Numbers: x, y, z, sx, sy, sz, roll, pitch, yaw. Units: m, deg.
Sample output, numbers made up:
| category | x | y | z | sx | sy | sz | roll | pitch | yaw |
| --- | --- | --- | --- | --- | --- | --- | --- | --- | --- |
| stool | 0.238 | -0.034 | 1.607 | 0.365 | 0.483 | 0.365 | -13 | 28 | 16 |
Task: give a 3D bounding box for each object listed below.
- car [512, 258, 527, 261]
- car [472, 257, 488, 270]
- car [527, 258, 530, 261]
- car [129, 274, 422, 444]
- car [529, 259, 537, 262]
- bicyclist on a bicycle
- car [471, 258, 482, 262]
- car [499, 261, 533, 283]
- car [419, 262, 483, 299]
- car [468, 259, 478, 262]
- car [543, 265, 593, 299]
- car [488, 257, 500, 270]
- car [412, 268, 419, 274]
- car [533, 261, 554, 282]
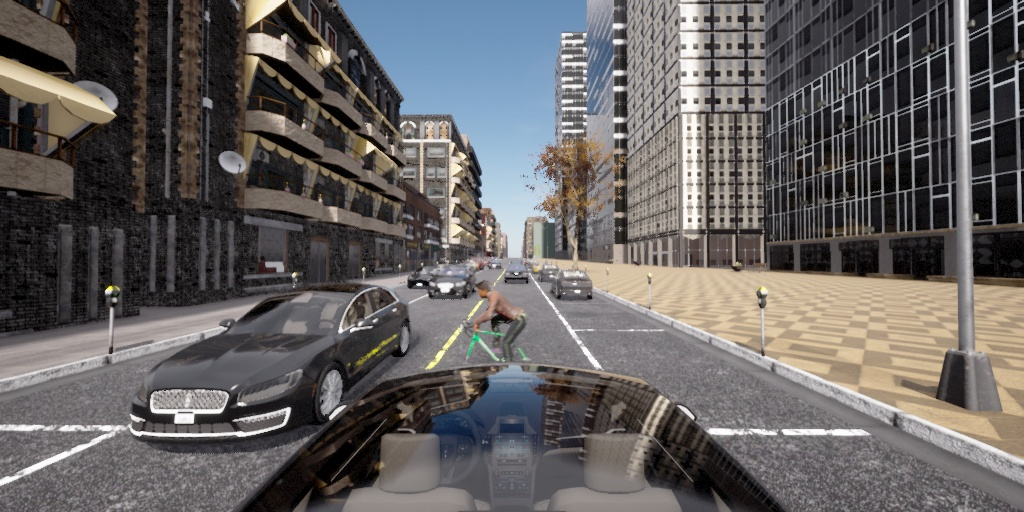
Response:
| category | x | y | z | sx | sy | sz | roll | pitch | yaw |
| --- | --- | --- | --- | --- | --- | --- | --- | --- | --- |
| car | 0.594 | 1.241 | 45.353 | 1.882 | 1.535 | 5.008 | 0 | 0 | 1 |
| car | -5.127 | 1.081 | 51.284 | 2.192 | 1.841 | 5.009 | 0 | 0 | 1 |
| car | 3.317 | 1.320 | 56.755 | 2.007 | 1.370 | 4.403 | 0 | 0 | 1 |
| car | -3.066 | 1.253 | 5.806 | 1.837 | 1.490 | 4.892 | 0 | 1 | 1 |
| car | 3.125 | 1.286 | 40.217 | 1.751 | 1.417 | 4.829 | 0 | 0 | 1 |
| bicyclist on a bicycle | -0.254 | 1.204 | 5.532 | 1.656 | 1.620 | 0.582 | -2 | 0 | 1 |
| car | -5.194 | 1.289 | 45.543 | 1.751 | 1.417 | 4.829 | 0 | 0 | 1 |
| car | 0.383 | 1.304 | 27.898 | 2.033 | 1.411 | 5.357 | 0 | 0 | 2 |
| car | -2.913 | 1.246 | 18.259 | 2.128 | 1.511 | 4.902 | 0 | 0 | 1 |
| car | -5.257 | 1.327 | 40.145 | 1.948 | 1.339 | 4.313 | 0 | 0 | 1 |
| car | 2.865 | 1.304 | 17.769 | 2.007 | 1.370 | 4.403 | 0 | 0 | 1 |
| car | -2.508 | 1.259 | 53.245 | 2.128 | 1.511 | 4.902 | 0 | 0 | 1 |
| car | -5.451 | 1.320 | 23.437 | 1.948 | 1.339 | 4.313 | 0 | 0 | 1 |
| car | 2.994 | 1.307 | 28.907 | 2.007 | 1.370 | 4.403 | 0 | 0 | 1 |
